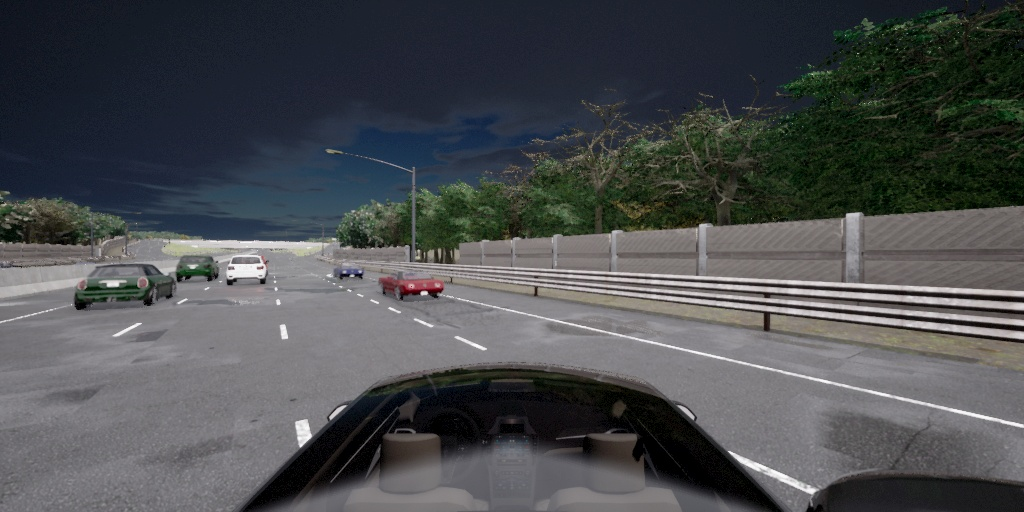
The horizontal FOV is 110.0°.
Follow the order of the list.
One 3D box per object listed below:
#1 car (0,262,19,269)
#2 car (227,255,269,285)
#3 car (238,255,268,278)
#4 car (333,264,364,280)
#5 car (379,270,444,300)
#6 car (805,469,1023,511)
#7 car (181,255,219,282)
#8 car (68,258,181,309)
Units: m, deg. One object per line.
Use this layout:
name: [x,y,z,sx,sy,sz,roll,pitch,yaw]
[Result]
car: [-42.518,1.220,29.110,2.128,1.511,4.902,0,0,-34]
car: [-19.268,0.967,26.175,2.150,2.045,5.566,0,0,-34]
car: [-25.255,0.960,35.127,2.150,2.045,5.566,0,0,-34]
car: [-14.518,1.347,31.658,1.895,1.301,4.718,0,0,-34]
car: [-5.116,1.354,17.676,1.895,1.301,4.718,0,0,-34]
car: [2.986,1.314,0.421,4.181,1.385,1.994,0,0,34]
car: [-25.505,0.961,29.198,2.150,2.045,5.566,0,0,-34]
car: [-16.140,1.101,15.244,2.097,1.767,4.553,0,0,-33]
